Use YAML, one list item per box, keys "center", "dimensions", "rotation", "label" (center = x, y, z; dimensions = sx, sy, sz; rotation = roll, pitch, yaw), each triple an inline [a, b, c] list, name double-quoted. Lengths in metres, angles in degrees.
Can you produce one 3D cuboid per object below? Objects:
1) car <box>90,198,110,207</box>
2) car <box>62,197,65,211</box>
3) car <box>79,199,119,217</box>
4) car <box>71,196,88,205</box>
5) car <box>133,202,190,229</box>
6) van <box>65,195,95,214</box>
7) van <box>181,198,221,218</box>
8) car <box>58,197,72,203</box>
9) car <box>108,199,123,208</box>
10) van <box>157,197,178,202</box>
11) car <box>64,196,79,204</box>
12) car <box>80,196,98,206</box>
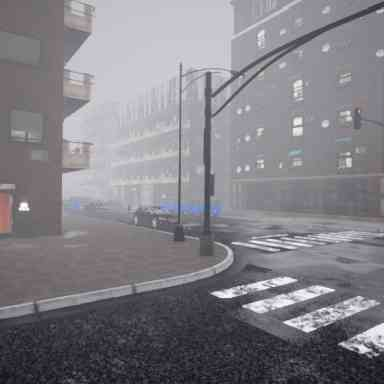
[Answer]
- center: [-14.931, 1.730, 53.742]
  dimensions: [1.802, 1.307, 4.206]
  rotation: [1, -1, -35]
  label: "car"
- center: [-15.065, 1.581, 40.059]
  dimensions: [2.008, 1.369, 4.403]
  rotation: [1, -1, -35]
  label: "car"
- center: [-8.712, 1.592, 30.849]
  dimensions: [1.802, 1.307, 4.206]
  rotation: [1, -1, -35]
  label: "car"
- center: [-21.283, 1.606, 62.954]
  dimensions: [1.967, 1.590, 4.097]
  rotation: [1, -1, -35]
  label: "car"
- center: [-2.358, 1.540, 21.639]
  dimensions: [2.008, 1.369, 4.403]
  rotation: [1, -1, -35]
  label: "car"
- center: [-11.886, 1.361, 35.455]
  dimensions: [1.690, 1.788, 3.998]
  rotation: [1, -1, -35]
  label: "van"
- center: [0.953, 1.439, 30.719]
  dimensions: [1.690, 1.788, 3.998]
  rotation: [1, -1, -35]
  label: "van"
- center: [-27.637, 1.727, 72.163]
  dimensions: [1.887, 1.381, 4.507]
  rotation: [1, -1, -35]
  label: "car"
- center: [-11.755, 1.683, 49.138]
  dimensions: [1.887, 1.381, 4.507]
  rotation: [1, -1, -35]
  label: "car"
- center: [-2.224, 1.450, 35.325]
  dimensions: [1.690, 1.788, 3.998]
  rotation: [1, -1, -35]
  label: "van"
- center: [-24.460, 1.614, 67.559]
  dimensions: [1.967, 1.590, 4.097]
  rotation: [1, -1, -35]
  label: "car"
- center: [-18.107, 1.597, 58.349]
  dimensions: [1.967, 1.590, 4.097]
  rotation: [1, -1, -35]
  label: "car"
